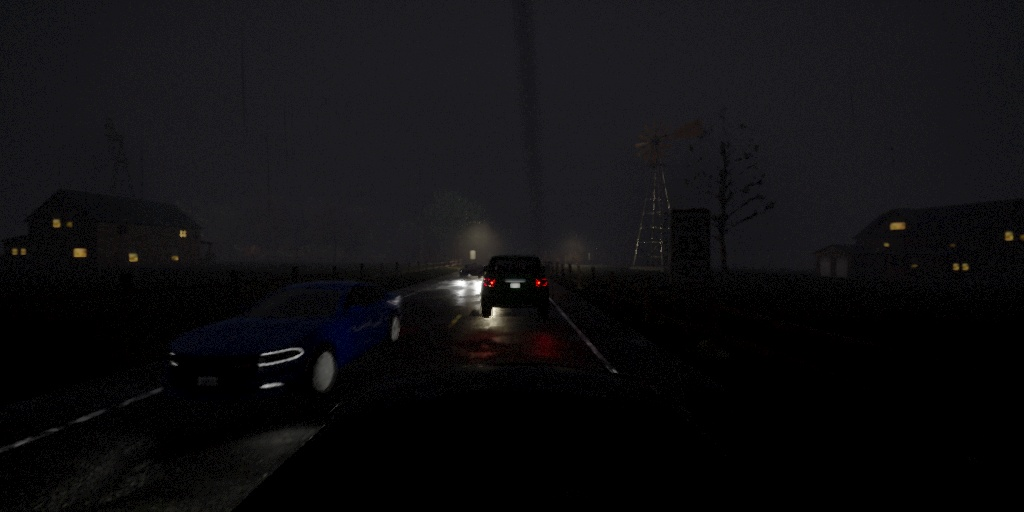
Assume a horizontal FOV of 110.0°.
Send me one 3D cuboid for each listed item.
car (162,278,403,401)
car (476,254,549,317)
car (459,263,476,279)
[{"bbox_3d":[-3.605,1.225,6.762,1.882,1.535,5.008,0,0,0],"label":"car"},{"bbox_3d":[0.098,0.965,13.296,2.150,2.045,5.566,0,0,0],"label":"car"},{"bbox_3d":[-3.577,1.333,32.417,1.895,1.301,4.718,0,0,0],"label":"car"}]
